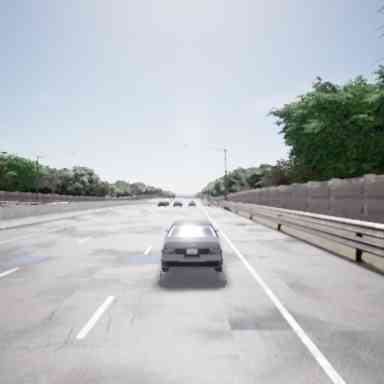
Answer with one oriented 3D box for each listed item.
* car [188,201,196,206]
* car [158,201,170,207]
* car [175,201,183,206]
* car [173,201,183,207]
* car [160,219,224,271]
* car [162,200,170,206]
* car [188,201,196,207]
[{"bbox_3d":[0.003,3.074,89.096,1.837,1.490,4.892,0,-2,0],"label":"car"},{"bbox_3d":[-6.998,2.811,78.674,1.837,1.490,4.892,0,-2,0],"label":"car"},{"bbox_3d":[-3.497,3.127,89.095,1.994,1.385,4.181,0,-2,0],"label":"car"},{"bbox_3d":[-3.498,2.852,79.089,1.812,1.442,4.674,0,-2,0],"label":"car"},{"bbox_3d":[0.000,1.609,11.130,2.033,1.411,5.357,0,0,0],"label":"car"},{"bbox_3d":[-6.997,3.052,89.098,1.882,1.535,5.008,0,-2,0],"label":"car"},{"bbox_3d":[0.002,2.924,79.117,1.895,1.301,4.718,0,-2,0],"label":"car"}]
